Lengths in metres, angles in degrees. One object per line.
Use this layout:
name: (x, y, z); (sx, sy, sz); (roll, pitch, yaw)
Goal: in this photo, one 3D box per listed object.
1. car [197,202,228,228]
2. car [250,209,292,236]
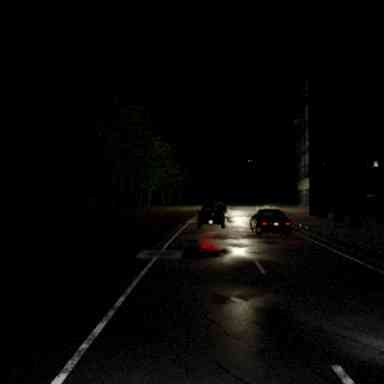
car: (1.427, 1.715, 23.993); (1.837, 1.490, 4.892); (0, -1, 5)
car: (4.575, 1.732, 19.777); (2.033, 1.411, 5.357); (0, 0, 4)
